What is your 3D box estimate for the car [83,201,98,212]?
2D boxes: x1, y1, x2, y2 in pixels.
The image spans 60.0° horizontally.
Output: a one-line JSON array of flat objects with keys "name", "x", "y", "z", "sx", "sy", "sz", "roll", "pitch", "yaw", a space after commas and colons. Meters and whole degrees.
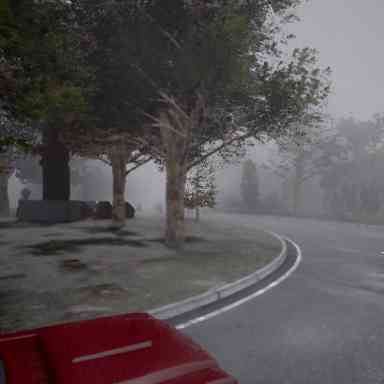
[{"name": "car", "x": -11.745, "y": 1.719, "z": 37.402, "sx": 5.008, "sy": 1.535, "sz": 1.882, "roll": 0, "pitch": -1, "yaw": 4}]

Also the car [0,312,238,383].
[{"name": "car", "x": -1.927, "y": 1.604, "z": 2.177, "sx": 4.718, "sy": 1.301, "sz": 1.895, "roll": 1, "pitch": -1, "yaw": -31}]
